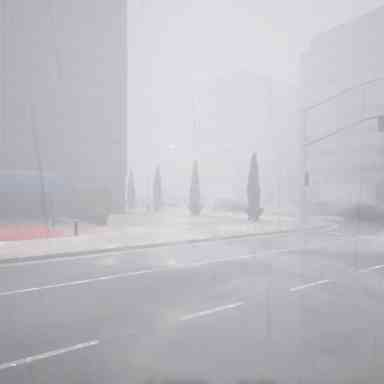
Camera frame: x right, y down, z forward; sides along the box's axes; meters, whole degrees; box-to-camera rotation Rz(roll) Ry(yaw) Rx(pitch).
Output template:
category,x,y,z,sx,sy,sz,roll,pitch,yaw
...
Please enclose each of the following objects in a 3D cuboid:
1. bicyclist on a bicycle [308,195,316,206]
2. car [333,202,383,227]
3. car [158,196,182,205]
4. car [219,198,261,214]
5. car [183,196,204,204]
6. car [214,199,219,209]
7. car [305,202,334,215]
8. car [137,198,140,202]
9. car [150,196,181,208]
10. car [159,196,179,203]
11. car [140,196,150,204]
category,x,y,z,sx,sy,sz,roll,pitch,yaw
bicyclist on a bicycle,16.857,1.301,46.689,1.656,1.620,0.582,0,0,-35
car,12.671,1.548,23.206,2.033,1.411,5.357,0,0,-13
car,-4.158,1.547,62.386,2.033,1.411,5.357,0,0,-35
car,5.432,1.526,35.999,1.812,1.442,4.674,0,0,-36
car,0.269,1.352,62.154,2.097,1.767,4.553,0,0,-35
car,4.837,1.506,42.984,1.837,1.490,4.892,0,0,-35
car,12.991,1.601,31.266,1.895,1.301,4.718,0,0,-35
car,-9.874,1.520,70.413,2.128,1.511,4.902,0,0,-35
car,-4.052,1.526,49.645,1.812,1.442,4.674,0,0,-35
car,-4.859,1.601,69.491,1.895,1.301,4.718,0,0,-35
car,-7.174,1.525,60.346,1.812,1.442,4.674,0,0,-34
